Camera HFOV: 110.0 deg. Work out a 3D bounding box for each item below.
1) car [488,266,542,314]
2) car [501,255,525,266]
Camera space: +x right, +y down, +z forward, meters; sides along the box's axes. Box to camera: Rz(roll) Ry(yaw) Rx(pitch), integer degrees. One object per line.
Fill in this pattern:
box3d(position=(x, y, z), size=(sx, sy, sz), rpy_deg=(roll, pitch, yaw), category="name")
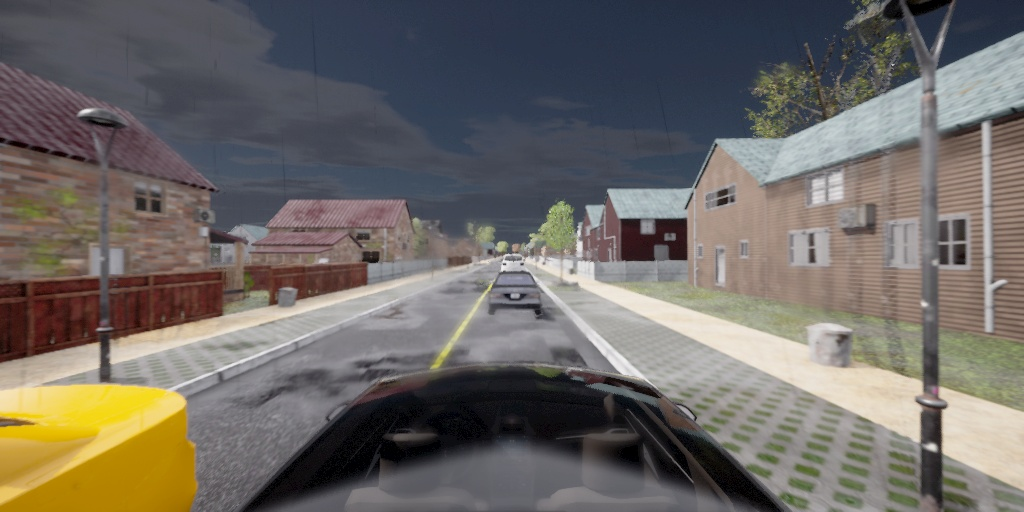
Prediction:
box3d(position=(0.101, 1.266, 13.553), size=(2.033, 1.411, 5.357), rpy_deg=(0, 0, 0), category="car")
box3d(position=(0.097, 0.880, 34.557), size=(2.150, 2.045, 5.566), rpy_deg=(0, 0, -1), category="car")
